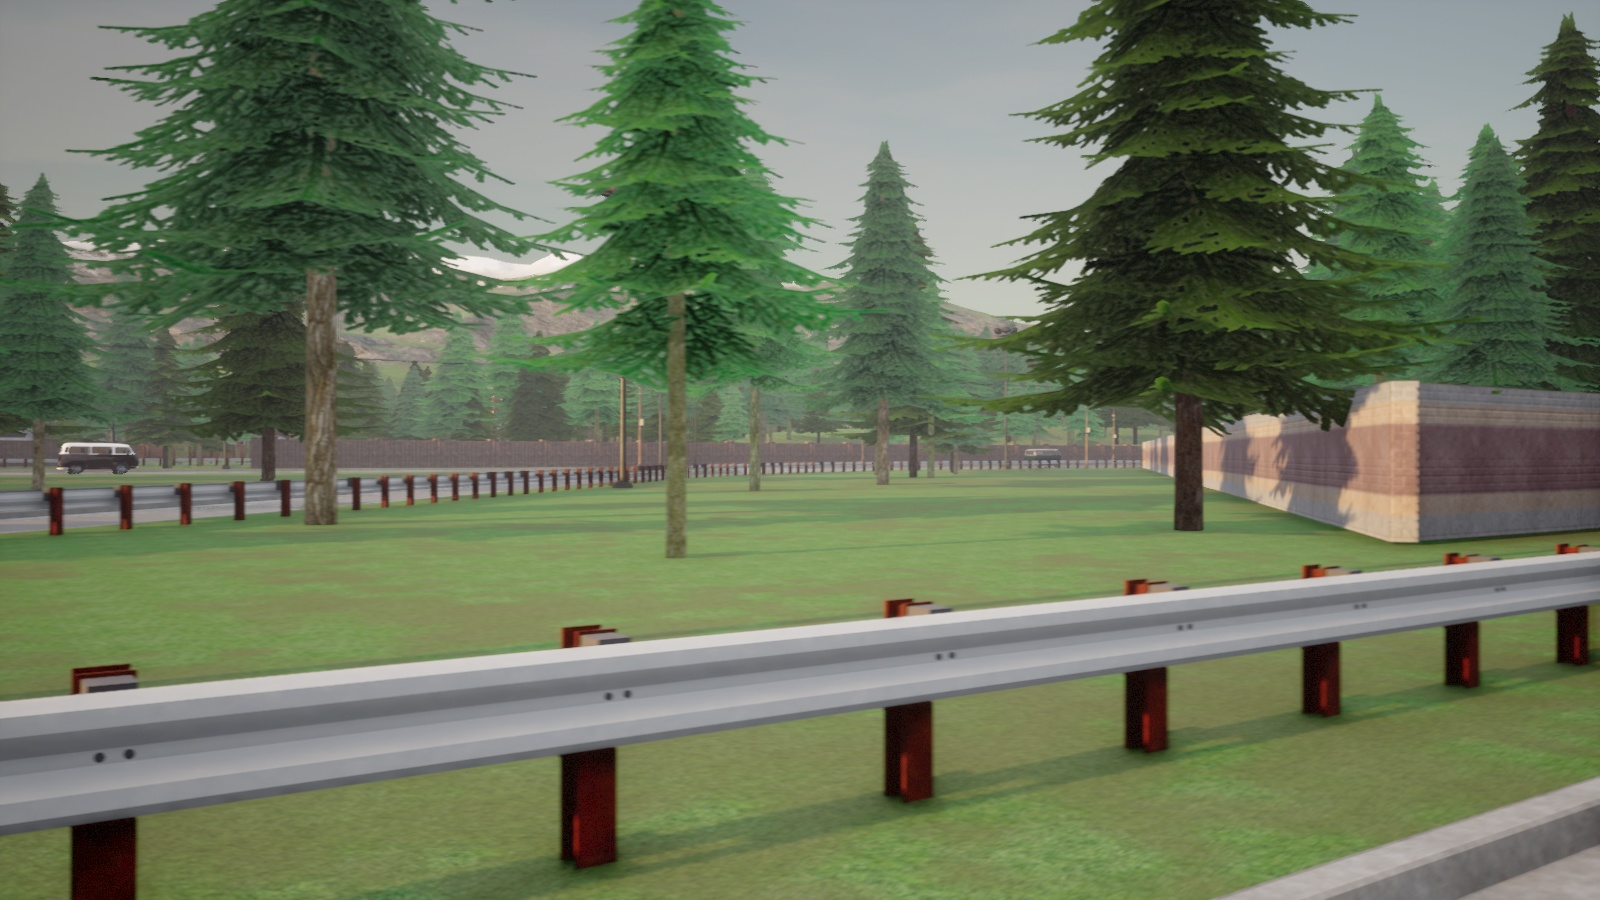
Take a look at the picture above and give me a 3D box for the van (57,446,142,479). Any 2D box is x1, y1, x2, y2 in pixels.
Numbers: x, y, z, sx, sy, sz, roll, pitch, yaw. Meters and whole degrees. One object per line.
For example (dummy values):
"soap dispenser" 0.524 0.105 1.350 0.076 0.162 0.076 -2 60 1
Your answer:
"van" -44.058 0.755 79.036 4.480 2.038 2.069 0 0 -35
